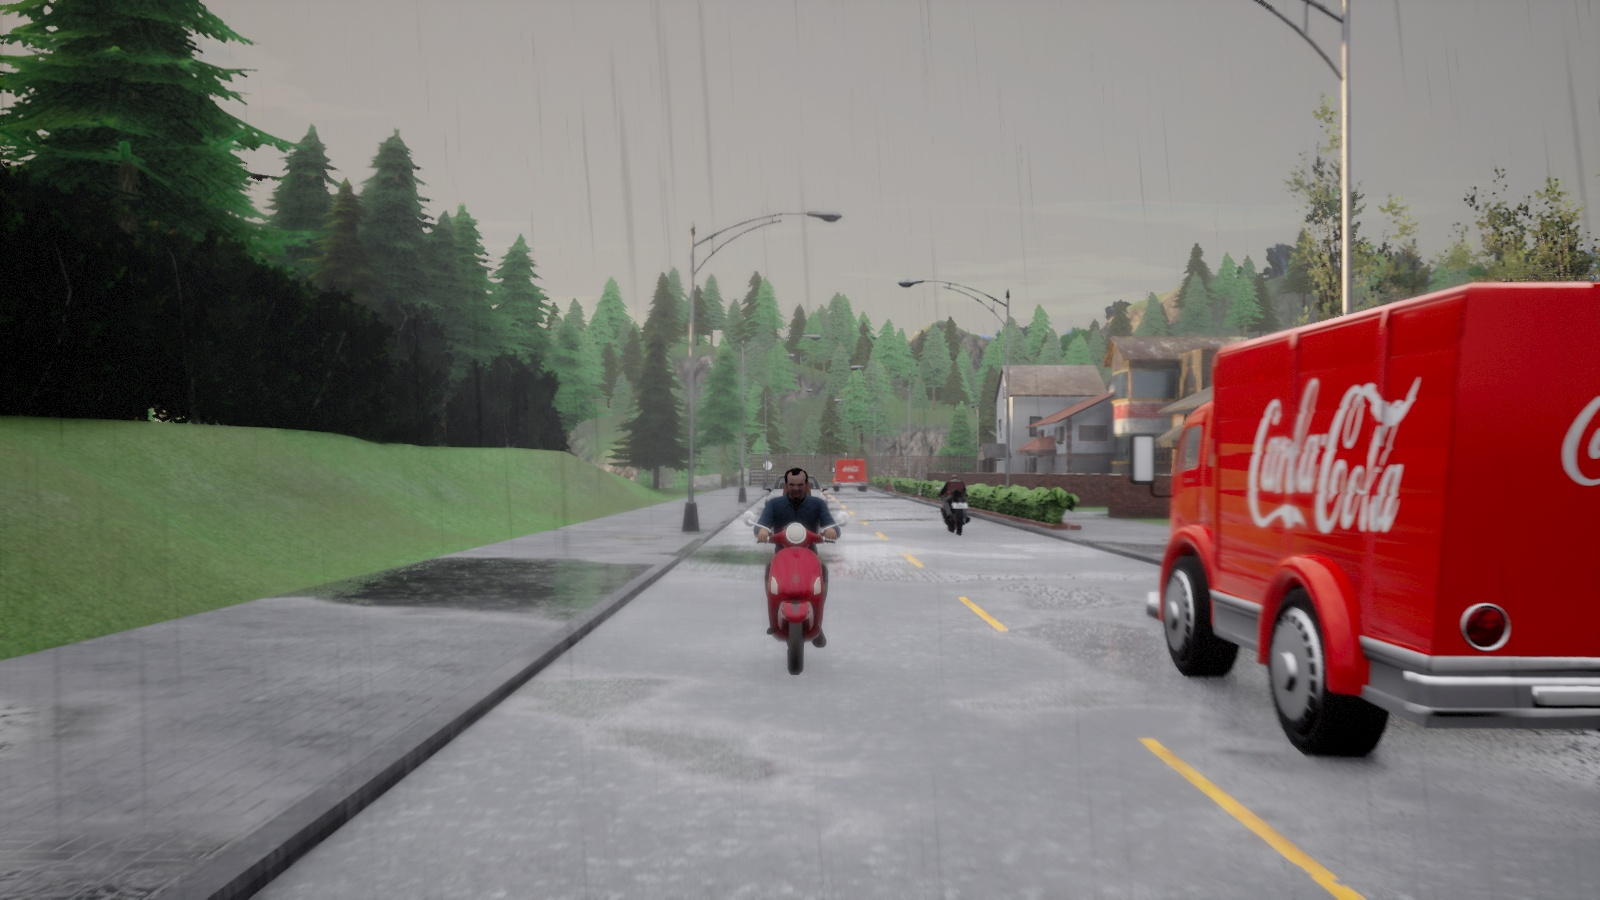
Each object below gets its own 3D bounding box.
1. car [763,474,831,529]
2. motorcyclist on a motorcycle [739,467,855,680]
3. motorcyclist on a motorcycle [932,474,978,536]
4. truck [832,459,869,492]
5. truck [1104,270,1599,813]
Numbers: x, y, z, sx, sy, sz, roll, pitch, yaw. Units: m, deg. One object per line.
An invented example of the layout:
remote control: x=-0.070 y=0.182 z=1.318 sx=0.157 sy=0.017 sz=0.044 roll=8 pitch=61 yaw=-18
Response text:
car: x=-0.085 y=1.433 z=36.085 sx=1.816 sy=1.474 sz=4.193 roll=0 pitch=-1 yaw=0
motorcyclist on a motorcycle: x=-0.026 y=0.941 z=10.346 sx=0.866 sy=1.590 sz=1.817 roll=0 pitch=-1 yaw=0
motorcyclist on a motorcycle: x=3.923 y=1.369 z=31.935 sx=0.866 sy=1.530 sz=2.191 roll=0 pitch=-1 yaw=0
truck: x=3.821 y=1.932 z=96.728 sx=2.627 sy=2.467 sz=5.204 roll=0 pitch=-1 yaw=0
truck: x=3.978 y=0.451 z=8.323 sx=2.627 sy=2.467 sz=5.204 roll=0 pitch=-1 yaw=0
